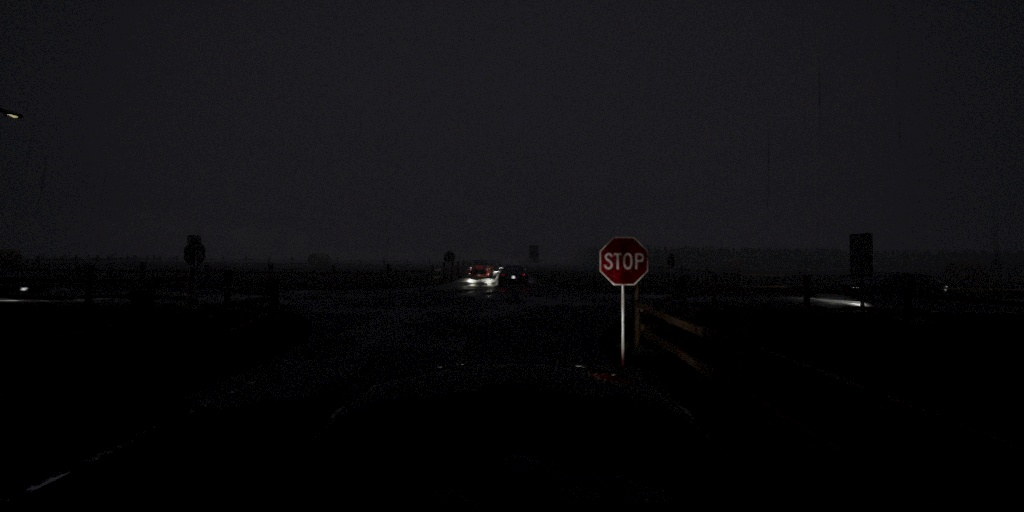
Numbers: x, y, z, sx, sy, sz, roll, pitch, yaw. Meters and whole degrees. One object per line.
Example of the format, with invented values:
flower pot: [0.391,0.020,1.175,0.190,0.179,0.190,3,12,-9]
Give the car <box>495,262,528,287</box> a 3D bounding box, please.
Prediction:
car: [0.091,1.322,24.641,1.994,1.385,4.181,0,0,0]

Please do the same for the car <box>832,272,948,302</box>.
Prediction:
car: [19.460,1.558,18.601,4.892,1.490,1.837,1,-1,-1]

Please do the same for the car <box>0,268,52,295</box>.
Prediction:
car: [-22.815,1.052,15.146,4.718,1.301,1.895,1,-1,-1]

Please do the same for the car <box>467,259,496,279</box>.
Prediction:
car: [-2.861,1.115,33.192,2.097,1.767,4.553,0,0,0]

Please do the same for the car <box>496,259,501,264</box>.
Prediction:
car: [-2.858,1.279,49.419,1.837,1.490,4.892,0,-1,0]
